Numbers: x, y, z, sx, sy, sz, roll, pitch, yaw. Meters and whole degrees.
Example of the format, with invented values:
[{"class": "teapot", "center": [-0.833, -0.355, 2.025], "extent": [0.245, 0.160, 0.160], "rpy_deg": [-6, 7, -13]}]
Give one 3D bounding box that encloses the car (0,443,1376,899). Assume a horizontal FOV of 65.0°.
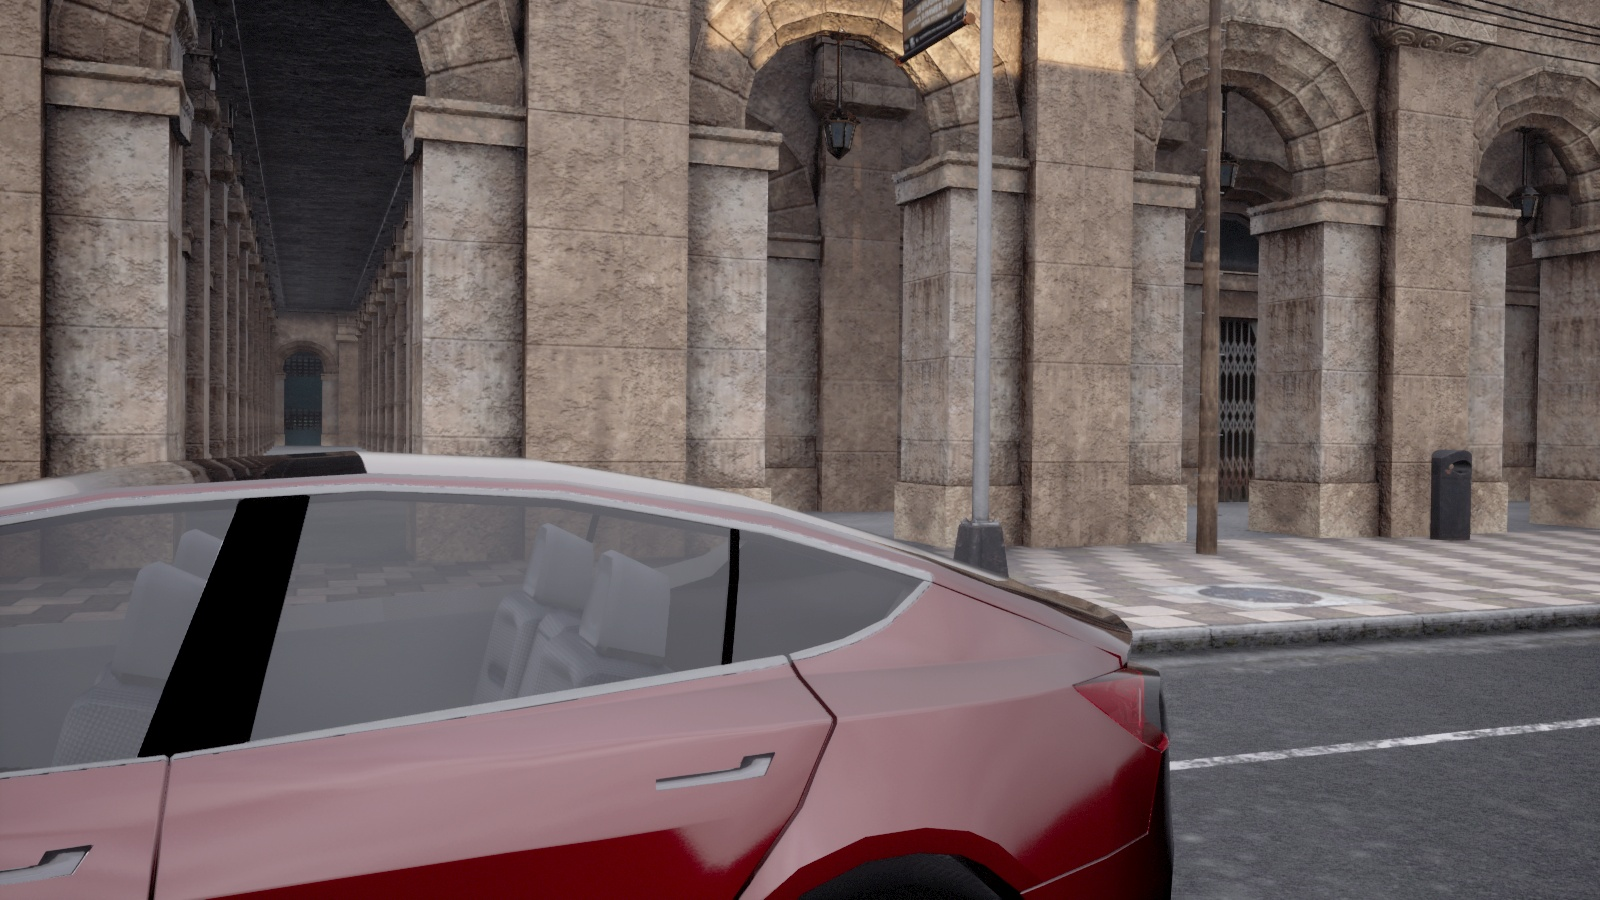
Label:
[{"class": "car", "center": [-1.450, 0.769, 2.707], "extent": [4.792, 1.488, 2.163], "rpy_deg": [-1, 1, -21]}]
